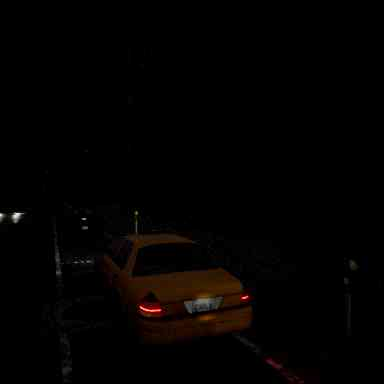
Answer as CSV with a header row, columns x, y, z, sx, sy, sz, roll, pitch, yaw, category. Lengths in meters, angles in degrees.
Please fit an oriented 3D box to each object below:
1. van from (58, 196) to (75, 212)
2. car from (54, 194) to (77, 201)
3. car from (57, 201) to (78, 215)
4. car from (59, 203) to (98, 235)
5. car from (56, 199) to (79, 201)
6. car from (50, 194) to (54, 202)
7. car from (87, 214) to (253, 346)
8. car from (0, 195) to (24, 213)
x,y,z,sx,sy,sz,roll,pitch,yaw,category
-14.780,1.342,38.980,1.690,1.788,3.998,0,0,-23,van
-12.632,1.316,33.892,2.192,1.841,5.009,0,0,-23,car
-8.336,1.551,23.713,2.008,1.369,4.403,0,0,-23,car
-6.189,1.551,18.625,2.008,1.369,4.403,0,0,-23,car
-10.484,1.567,28.802,1.947,1.339,4.313,0,0,-23,car
-32.109,1.469,79.305,1.967,1.590,4.097,0,0,-24,car
-0.847,1.457,6.717,1.801,1.575,5.366,0,0,-23,car
-20.614,1.478,37.671,1.882,1.535,5.008,0,0,-22,car
